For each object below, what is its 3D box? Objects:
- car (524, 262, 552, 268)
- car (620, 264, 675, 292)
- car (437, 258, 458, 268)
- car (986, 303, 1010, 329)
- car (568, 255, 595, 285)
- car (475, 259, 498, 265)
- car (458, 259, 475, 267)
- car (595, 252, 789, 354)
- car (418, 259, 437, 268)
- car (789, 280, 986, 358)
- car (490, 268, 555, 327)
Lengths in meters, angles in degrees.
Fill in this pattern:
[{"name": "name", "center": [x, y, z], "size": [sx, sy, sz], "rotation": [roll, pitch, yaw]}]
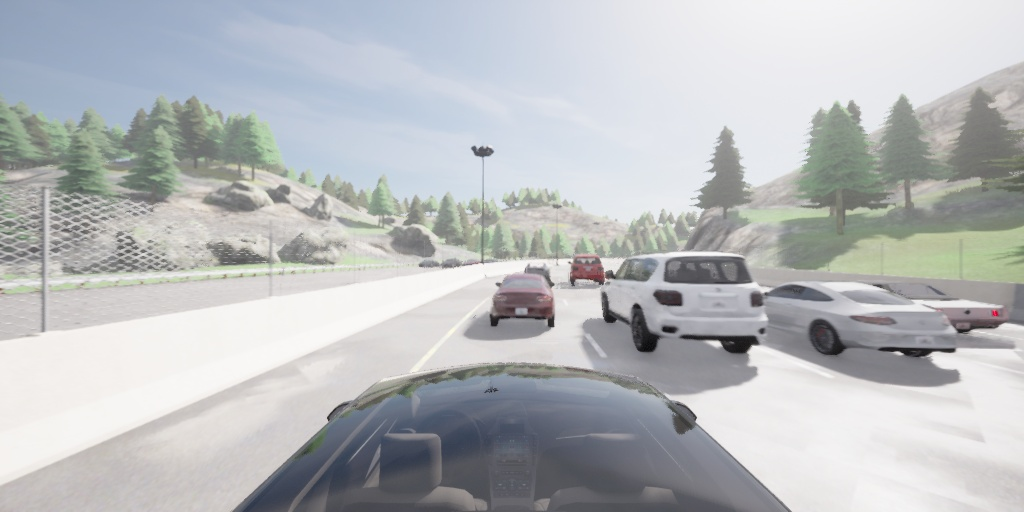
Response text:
[{"name": "car", "center": [1.913, 1.207, 27.035], "size": [2.128, 1.511, 4.902], "rotation": [0, 0, 8]}, {"name": "car", "center": [8.352, 1.290, 22.621], "size": [2.033, 1.411, 5.357], "rotation": [0, 0, 7]}, {"name": "car", "center": [-9.702, 1.128, 57.640], "size": [1.837, 1.490, 4.892], "rotation": [0, 0, 16]}, {"name": "car", "center": [10.870, 1.371, 10.743], "size": [1.895, 1.301, 4.718], "rotation": [0, 0, 4]}, {"name": "car", "center": [5.227, 0.951, 25.583], "size": [2.150, 2.045, 5.566], "rotation": [0, 0, 8]}, {"name": "car", "center": [-3.460, 1.156, 53.988], "size": [1.837, 1.490, 4.892], "rotation": [0, 0, 16]}, {"name": "car", "center": [-6.340, 1.163, 56.655], "size": [1.812, 1.442, 4.674], "rotation": [0, 0, 16]}, {"name": "car", "center": [3.748, 0.965, 8.973], "size": [2.150, 2.045, 5.566], "rotation": [0, -1, 3]}, {"name": "car", "center": [-13.335, 1.177, 57.643], "size": [1.994, 1.385, 4.181], "rotation": [0, 0, 16]}, {"name": "car", "center": [7.226, 1.288, 8.460], "size": [1.812, 1.442, 4.674], "rotation": [0, 0, 3]}, {"name": "car", "center": [0.398, 1.262, 11.421], "size": [1.812, 1.442, 4.674], "rotation": [0, -1, 4]}]
